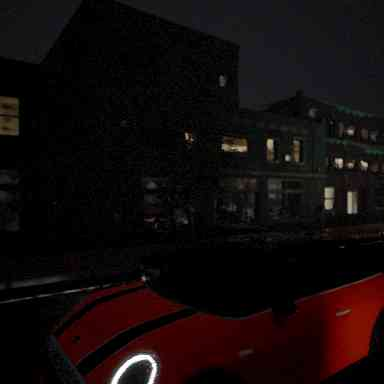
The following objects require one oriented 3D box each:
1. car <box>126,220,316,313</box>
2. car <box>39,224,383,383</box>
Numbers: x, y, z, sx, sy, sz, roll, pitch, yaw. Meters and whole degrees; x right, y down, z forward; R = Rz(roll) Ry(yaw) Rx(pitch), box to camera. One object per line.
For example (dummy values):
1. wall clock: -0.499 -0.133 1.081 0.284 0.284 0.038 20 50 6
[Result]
1. car: 0.902 1.568 8.321 4.674 1.442 1.812 1 0 -35
2. car: 0.639 1.374 4.141 4.553 1.767 2.097 1 0 -35
